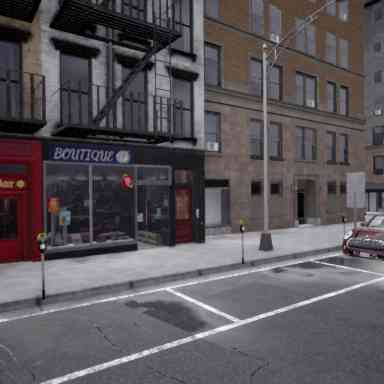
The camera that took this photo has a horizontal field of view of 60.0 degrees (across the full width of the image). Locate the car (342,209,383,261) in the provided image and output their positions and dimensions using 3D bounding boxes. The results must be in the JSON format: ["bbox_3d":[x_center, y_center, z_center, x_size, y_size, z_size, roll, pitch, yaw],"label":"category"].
[{"bbox_3d":[7.023,1.442,11.576,4.097,1.590,1.967,0,-1,-36],"label":"car"}]

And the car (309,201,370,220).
[{"bbox_3d":[13.905,1.664,31.685,1.882,1.535,5.008,-1,0,-37],"label":"car"}]
